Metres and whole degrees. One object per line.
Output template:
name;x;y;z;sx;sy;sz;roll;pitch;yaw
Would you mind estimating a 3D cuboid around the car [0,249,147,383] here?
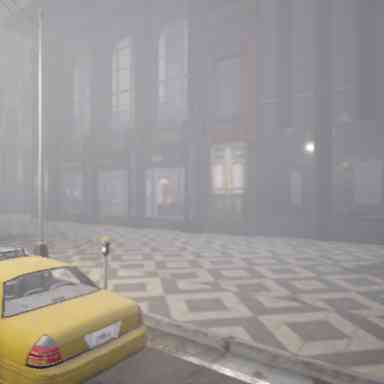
car;-2.851;1.540;4.991;4.829;1.417;1.752;0;0;35
